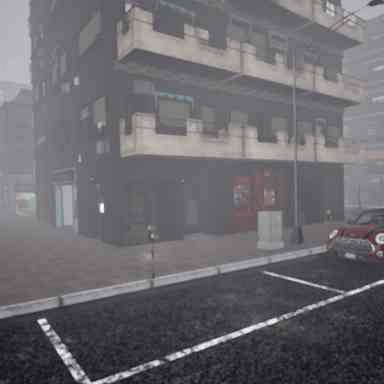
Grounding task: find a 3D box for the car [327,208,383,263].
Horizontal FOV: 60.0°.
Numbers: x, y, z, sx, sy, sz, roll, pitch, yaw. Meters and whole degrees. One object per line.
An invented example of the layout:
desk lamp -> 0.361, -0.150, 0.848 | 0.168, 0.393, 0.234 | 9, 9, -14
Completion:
car -> 6.134, 1.263, 10.650 | 4.097, 1.590, 1.967 | -1, 0, -36
